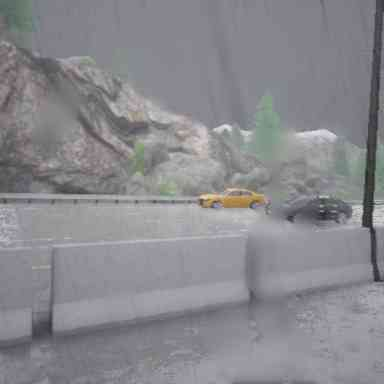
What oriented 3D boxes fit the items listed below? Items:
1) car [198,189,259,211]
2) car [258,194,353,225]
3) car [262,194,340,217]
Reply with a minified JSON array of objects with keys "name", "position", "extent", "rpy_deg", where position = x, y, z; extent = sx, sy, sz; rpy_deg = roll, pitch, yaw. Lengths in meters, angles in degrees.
[{"name":"car","position":[2.871,0.498,24.074],"extent":[5.008,1.535,1.882],"rpy_deg":[1,3,-22]},{"name":"car","position":[6.360,0.914,17.952],"extent":[4.892,1.490,1.837],"rpy_deg":[1,3,-21]},{"name":"car","position":[7.204,0.859,22.049],"extent":[4.718,1.301,1.895],"rpy_deg":[1,3,-21]}]
